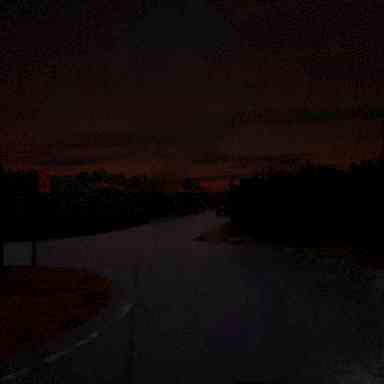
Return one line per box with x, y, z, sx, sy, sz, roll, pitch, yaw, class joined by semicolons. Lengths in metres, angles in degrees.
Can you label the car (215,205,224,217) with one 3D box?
4.148;2.293;41.103;1.812;1.442;4.674;-1;-1;15;car
